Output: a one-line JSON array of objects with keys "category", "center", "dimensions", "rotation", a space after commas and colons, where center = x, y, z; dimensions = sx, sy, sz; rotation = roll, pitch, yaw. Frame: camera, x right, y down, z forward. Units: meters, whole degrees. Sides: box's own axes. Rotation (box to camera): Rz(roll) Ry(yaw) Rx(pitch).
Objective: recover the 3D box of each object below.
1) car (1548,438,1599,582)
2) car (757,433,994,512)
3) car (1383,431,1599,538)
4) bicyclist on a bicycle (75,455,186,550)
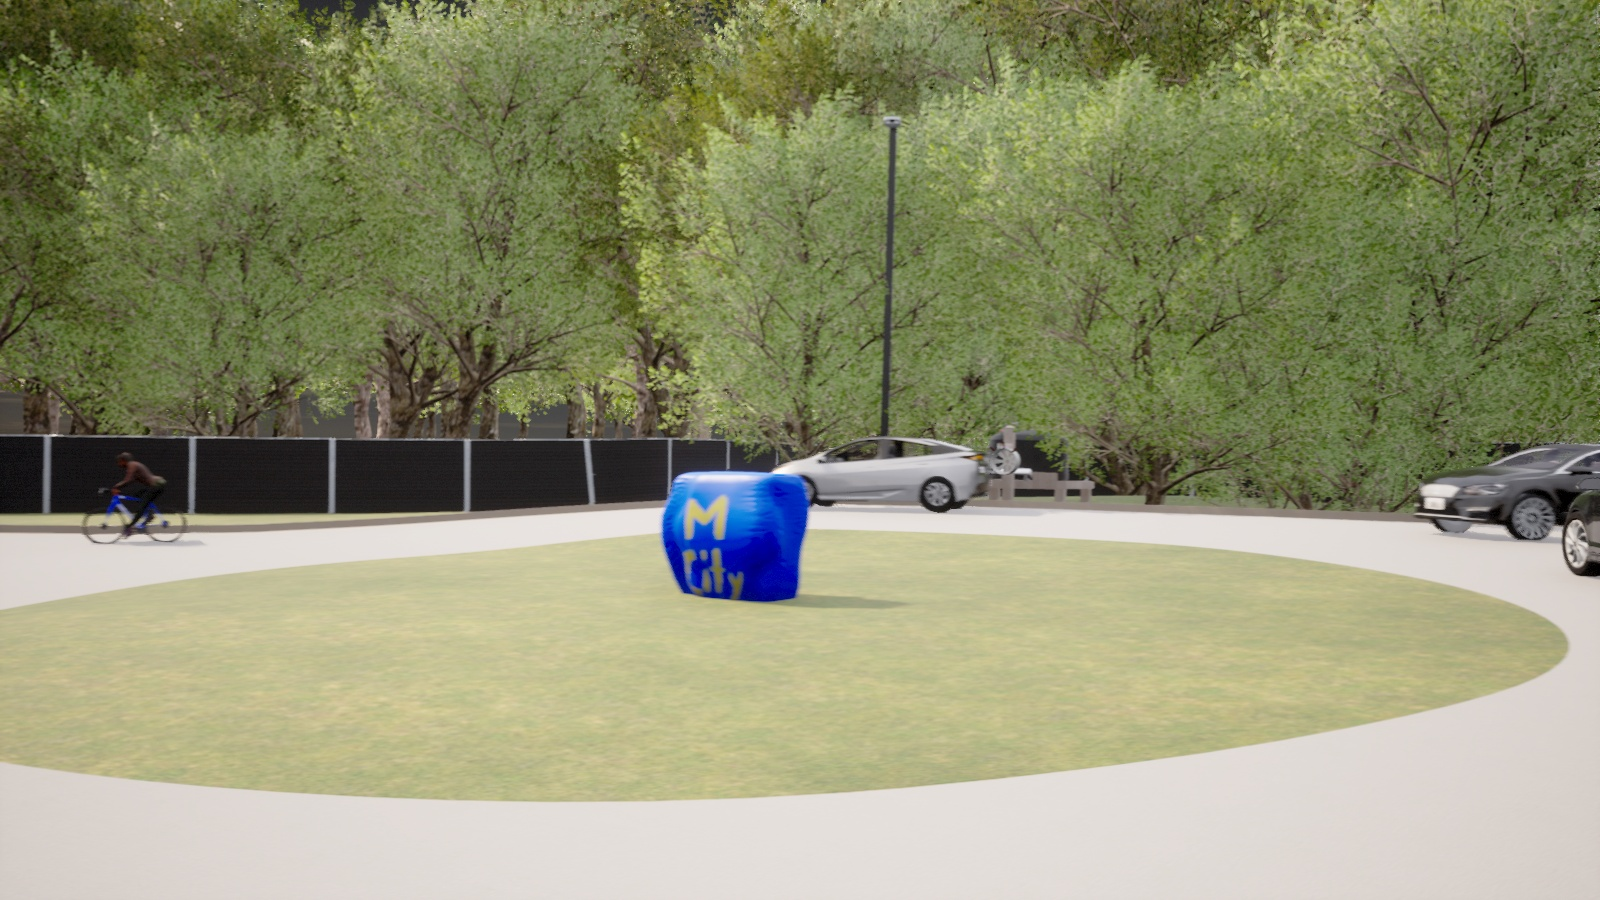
[{"category": "car", "center": [8.951, 0.618, 12.112], "dimensions": [1.837, 1.490, 4.892], "rotation": [0, 0, 17]}, {"category": "car", "center": [1.582, 0.428, 25.868], "dimensions": [4.514, 1.525, 2.007], "rotation": [0, 0, 18]}, {"category": "car", "center": [12.049, 0.562, 19.732], "dimensions": [4.902, 1.511, 2.128], "rotation": [2, 0, -12]}, {"category": "bicyclist on a bicycle", "center": [-11.860, 0.915, 22.283], "dimensions": [1.656, 1.620, 0.582], "rotation": [-1, -1, -20]}]
